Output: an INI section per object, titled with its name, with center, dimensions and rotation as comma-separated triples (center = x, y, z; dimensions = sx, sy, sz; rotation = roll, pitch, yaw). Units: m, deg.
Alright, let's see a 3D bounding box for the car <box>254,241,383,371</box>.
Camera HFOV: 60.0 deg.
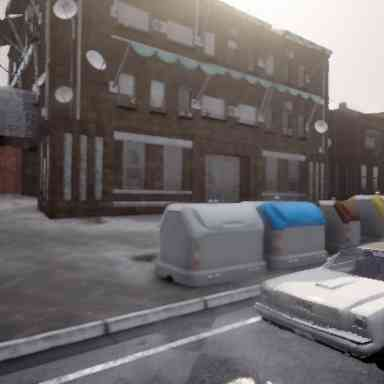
[car]
center = 3.301, 1.611, 5.722
dimensions = 4.718, 1.301, 1.895
rotation = 0, 0, -35
